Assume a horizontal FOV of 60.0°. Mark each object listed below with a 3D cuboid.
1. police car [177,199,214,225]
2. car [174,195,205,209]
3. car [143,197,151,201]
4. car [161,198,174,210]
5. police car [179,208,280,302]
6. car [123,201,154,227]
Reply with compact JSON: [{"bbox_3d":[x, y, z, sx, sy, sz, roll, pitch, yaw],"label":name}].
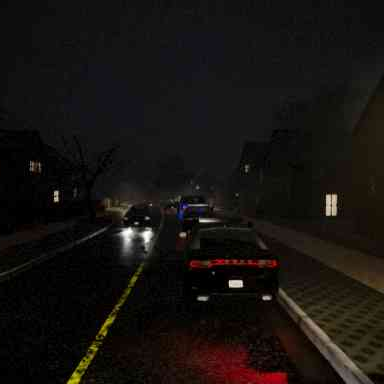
[{"bbox_3d":[0.334,1.445,18.534,1.930,1.638,5.238,0,0,-3],"label":"police car"},{"bbox_3d":[-0.014,1.264,24.484,2.150,2.045,5.566,0,0,-4],"label":"car"},{"bbox_3d":[-10.071,1.883,74.329,1.882,1.535,5.008,0,-1,-10],"label":"car"},{"bbox_3d":[-2.812,1.742,45.619,1.895,1.301,4.718,0,0,-7],"label":"car"},{"bbox_3d":[0.713,1.426,8.476,1.930,1.638,5.238,0,0,-1],"label":"police car"},{"bbox_3d":[-3.666,1.595,23.633,2.033,1.411,5.357,0,0,-4],"label":"car"}]
